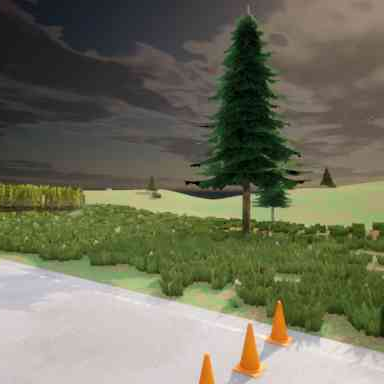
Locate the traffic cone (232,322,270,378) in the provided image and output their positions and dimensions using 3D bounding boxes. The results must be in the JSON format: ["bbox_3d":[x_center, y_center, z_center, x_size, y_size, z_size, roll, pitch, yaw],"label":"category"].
[{"bbox_3d":[0.739,1.955,4.235,0.340,0.580,0.340,0,0,36],"label":"traffic cone"}]

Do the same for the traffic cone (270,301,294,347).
[{"bbox_3d":[1.324,1.955,5.047,0.340,0.580,0.340,0,0,36],"label":"traffic cone"}]

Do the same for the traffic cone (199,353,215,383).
[{"bbox_3d":[0.154,1.955,3.424,0.340,0.580,0.340,0,0,36],"label":"traffic cone"}]
